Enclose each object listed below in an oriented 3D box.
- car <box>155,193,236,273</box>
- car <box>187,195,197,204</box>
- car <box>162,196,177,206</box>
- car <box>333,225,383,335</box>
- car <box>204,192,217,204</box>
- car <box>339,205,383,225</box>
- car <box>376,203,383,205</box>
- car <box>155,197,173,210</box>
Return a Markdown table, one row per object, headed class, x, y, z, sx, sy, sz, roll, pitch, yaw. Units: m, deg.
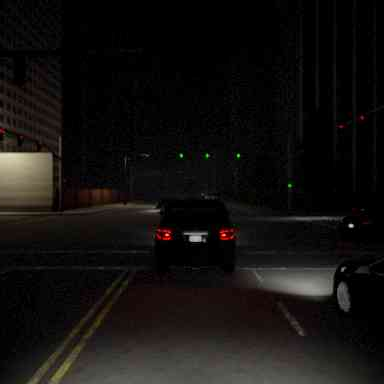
| class | x | y | z | sx | sy | sz | roll | pitch | yaw |
| --- | --- | --- | --- | --- | --- | --- | --- | --- | --- |
| car | 0.093 | 1.195 | 10.727 | 2.150 | 2.045 | 5.566 | 0 | 1 | 0 |
| car | 0.006 | 1.412 | 64.225 | 1.837 | 1.490 | 4.892 | 0 | 0 | 0 |
| car | -3.551 | 1.400 | 53.376 | 1.882 | 1.535 | 5.008 | 0 | 0 | 1 |
| car | 3.600 | 1.499 | 4.427 | 1.837 | 1.490 | 4.892 | 0 | 0 | 0 |
| car | 3.506 | 1.127 | 64.254 | 2.150 | 2.045 | 5.566 | 0 | 0 | 0 |
| car | 9.122 | 1.496 | 15.972 | 4.181 | 1.385 | 1.994 | 0 | -1 | -24 |
| car | 15.632 | 1.507 | 27.056 | 4.718 | 1.301 | 1.895 | 0 | 0 | 0 |
| car | -3.588 | 1.443 | 43.037 | 1.837 | 1.490 | 4.892 | 0 | 0 | 0 |
